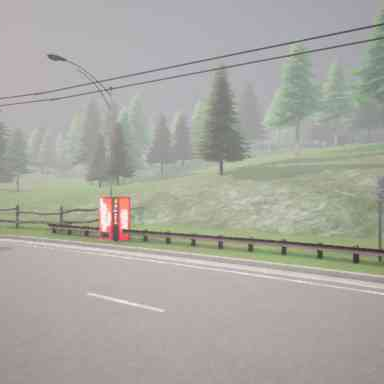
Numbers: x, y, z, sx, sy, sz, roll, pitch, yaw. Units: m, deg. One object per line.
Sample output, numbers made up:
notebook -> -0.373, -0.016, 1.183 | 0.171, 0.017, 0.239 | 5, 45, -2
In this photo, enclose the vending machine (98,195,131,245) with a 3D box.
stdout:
vending machine -> -3.414, 1.195, 14.708 | 0.880, 2.100, 1.100 | 0, 0, 29
